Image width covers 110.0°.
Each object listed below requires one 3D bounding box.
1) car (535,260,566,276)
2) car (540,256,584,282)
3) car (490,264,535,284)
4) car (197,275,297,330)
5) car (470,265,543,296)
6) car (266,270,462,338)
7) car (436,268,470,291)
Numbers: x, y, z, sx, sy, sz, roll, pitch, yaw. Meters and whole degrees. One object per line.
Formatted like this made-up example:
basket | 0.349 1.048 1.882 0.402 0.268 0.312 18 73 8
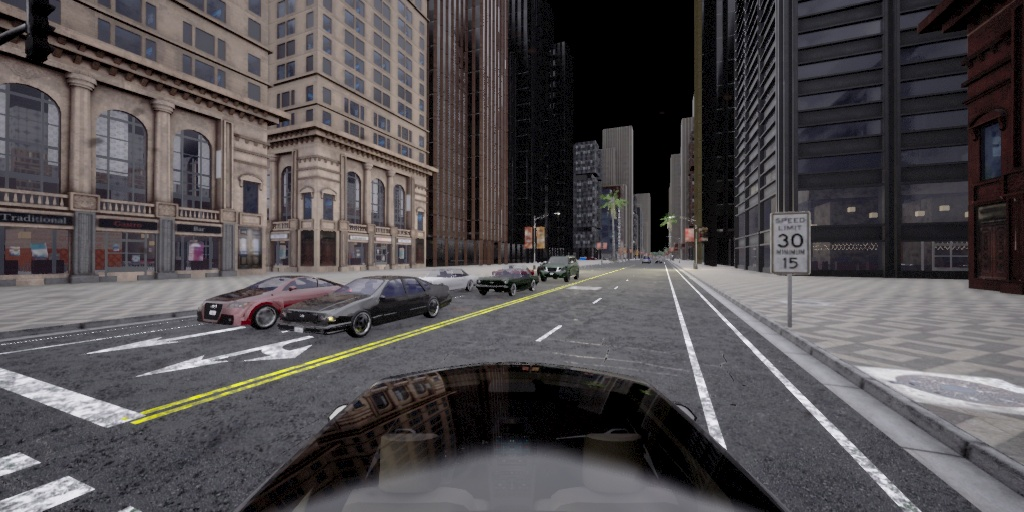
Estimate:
car | 4.143 1.251 37.930 1.882 1.535 5.008 0 0 23
car | 4.022 0.987 29.352 2.150 2.045 5.566 0 0 23
car | 0.150 1.364 28.538 1.895 1.301 4.718 0 0 23
car | -7.108 1.316 11.279 1.994 1.385 4.181 0 0 23
car | -0.130 1.358 19.494 1.895 1.301 4.718 0 0 23
car | -3.849 1.299 10.655 2.033 1.411 5.357 0 0 23
car | -3.715 1.357 19.357 1.895 1.301 4.718 0 0 23
